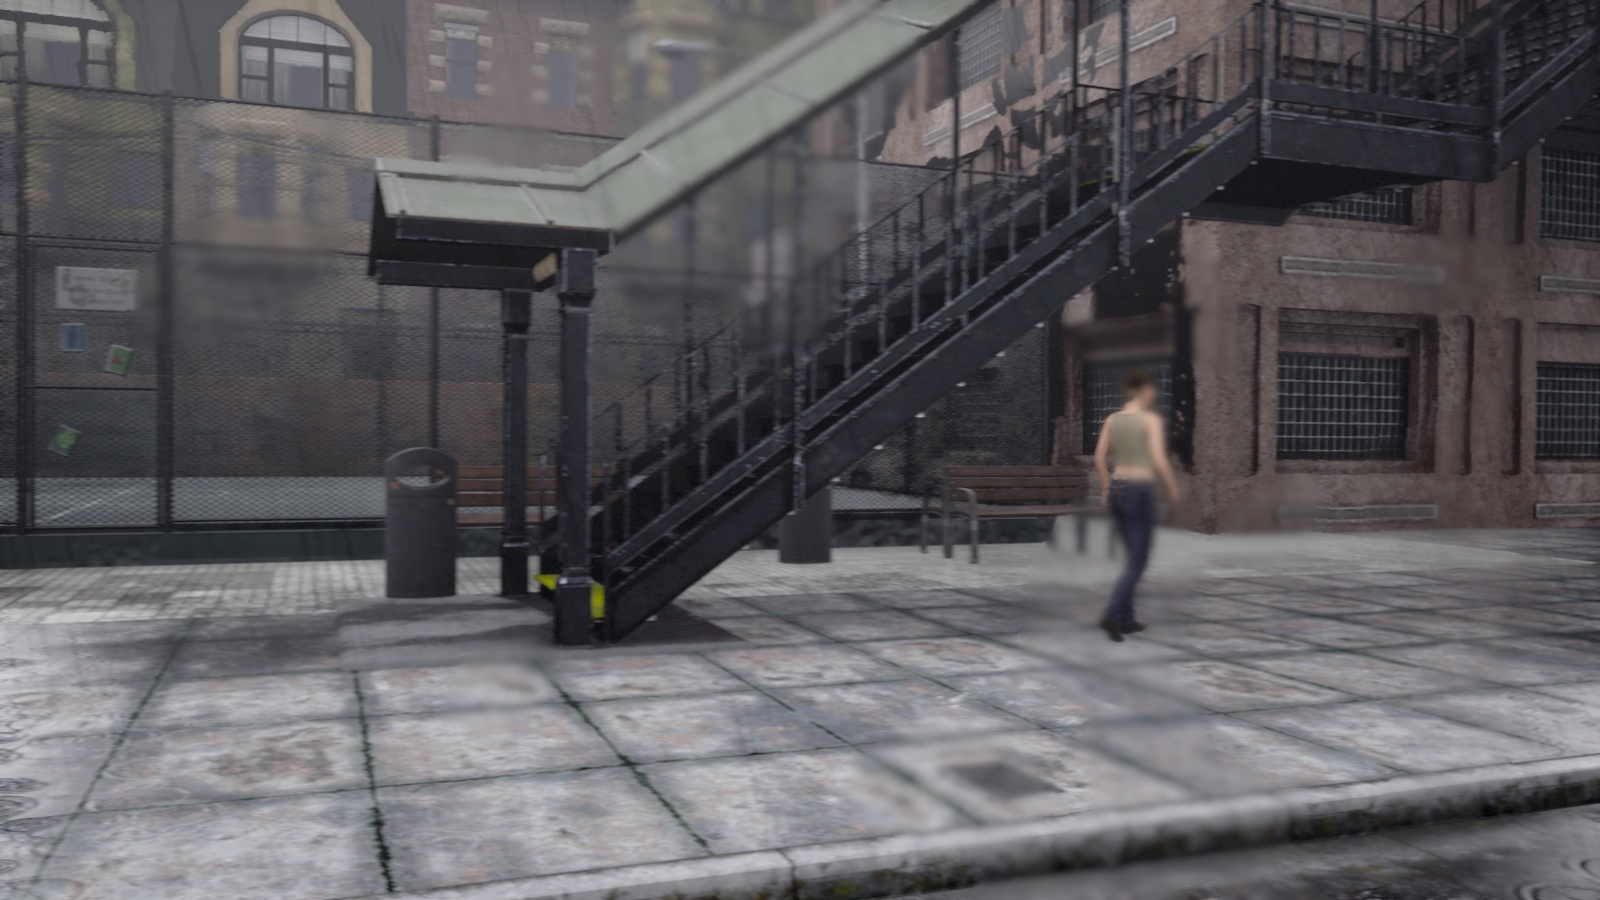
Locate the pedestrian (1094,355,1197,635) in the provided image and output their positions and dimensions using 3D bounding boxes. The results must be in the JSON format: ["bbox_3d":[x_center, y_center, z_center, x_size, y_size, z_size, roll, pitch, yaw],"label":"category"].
[{"bbox_3d":[2.350,0.290,8.545,0.594,1.836,0.345,-1,1,-30],"label":"pedestrian"}]
